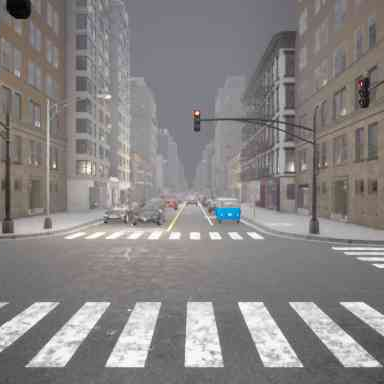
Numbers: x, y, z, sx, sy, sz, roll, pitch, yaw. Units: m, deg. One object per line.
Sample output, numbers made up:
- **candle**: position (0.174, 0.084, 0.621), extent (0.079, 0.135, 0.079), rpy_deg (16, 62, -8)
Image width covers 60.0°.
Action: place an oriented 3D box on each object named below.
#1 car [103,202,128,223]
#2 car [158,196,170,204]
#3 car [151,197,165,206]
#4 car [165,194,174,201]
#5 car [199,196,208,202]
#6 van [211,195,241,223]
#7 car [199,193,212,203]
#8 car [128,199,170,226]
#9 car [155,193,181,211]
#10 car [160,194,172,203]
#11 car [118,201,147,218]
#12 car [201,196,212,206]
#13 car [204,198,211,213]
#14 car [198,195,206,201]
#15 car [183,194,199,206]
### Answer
- **car**: position (-5.395, 1.549, 24.978), extent (2.008, 1.369, 4.403), rpy_deg (0, 0, 0)
- **car**: position (-5.406, 1.547, 64.751), extent (1.947, 1.339, 4.313), rpy_deg (0, 0, 0)
- **car**: position (-5.402, 1.556, 53.388), extent (1.947, 1.339, 4.313), rpy_deg (0, 0, 0)
- **car**: position (-5.410, 1.409, 81.796), extent (1.967, 1.590, 4.097), rpy_deg (0, 0, 0)
- **car**: position (2.617, 1.524, 76.120), extent (2.008, 1.369, 4.403), rpy_deg (0, 0, 0)
- **van**: position (2.630, 1.340, 24.989), extent (1.690, 1.788, 3.998), rpy_deg (0, 0, 0)
- **car**: position (2.623, 1.305, 53.395), extent (2.192, 1.841, 5.009), rpy_deg (0, 0, 0)
- **car**: position (-2.904, 1.504, 23.355), extent (1.837, 1.490, 4.892), rpy_deg (0, 0, 1)
- **car**: position (-2.862, 1.217, 41.067), extent (2.150, 2.045, 5.566), rpy_deg (0, 0, 0)
- **car**: position (-5.407, 1.292, 70.432), extent (2.192, 1.841, 5.009), rpy_deg (0, 0, 0)
- **car**: position (-5.397, 1.543, 30.660), extent (1.887, 1.381, 4.507), rpy_deg (0, 0, 0)
- **car**: position (2.624, 1.576, 47.714), extent (1.802, 1.307, 4.206), rpy_deg (0, 0, 0)
- **car**: position (2.627, 1.580, 36.351), extent (1.802, 1.307, 4.206), rpy_deg (0, 0, 0)
- **car**: position (2.614, 1.530, 87.483), extent (1.947, 1.339, 4.313), rpy_deg (0, 0, 0)
- **car**: position (-0.016, 1.536, 54.701), extent (2.033, 1.411, 5.357), rpy_deg (0, 0, 0)
